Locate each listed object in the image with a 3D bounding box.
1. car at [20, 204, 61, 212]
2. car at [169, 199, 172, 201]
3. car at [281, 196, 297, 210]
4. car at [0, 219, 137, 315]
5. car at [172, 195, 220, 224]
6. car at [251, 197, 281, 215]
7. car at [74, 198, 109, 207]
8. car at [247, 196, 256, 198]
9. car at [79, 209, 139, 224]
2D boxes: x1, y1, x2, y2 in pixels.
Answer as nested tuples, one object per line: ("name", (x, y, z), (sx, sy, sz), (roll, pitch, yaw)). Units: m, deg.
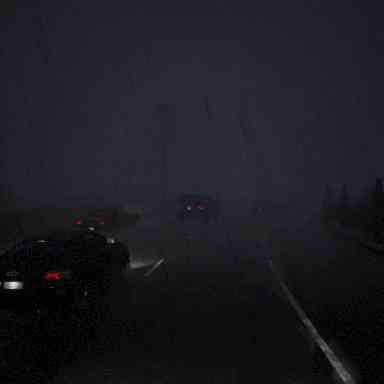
("car", (-10.829, 1.564, 24.008), (1.994, 1.385, 4.181), (0, 0, 15))
("car", (-2.301, 1.563, 53.250), (1.994, 1.385, 4.181), (0, 0, 31))
("car", (12.081, 1.350, 42.869), (2.097, 1.767, 4.553), (0, 0, 29))
("car", (-2.859, 1.564, 7.683), (1.994, 1.385, 4.181), (0, 0, 5))
("car", (0.592, 1.221, 25.418), (2.150, 2.045, 5.566), (0, 0, 17))
("car", (7.385, 1.503, 33.548), (1.837, 1.490, 4.892), (0, 0, 23))
("car", (-12.407, 1.477, 41.167), (1.882, 1.535, 5.008), (0, 0, 23))
("car", (12.012, 1.523, 66.768), (1.812, 1.442, 4.674), (0, 0, 42))
("car", (-4.654, 1.601, 19.134), (1.895, 1.301, 4.718), (0, 0, 12))
